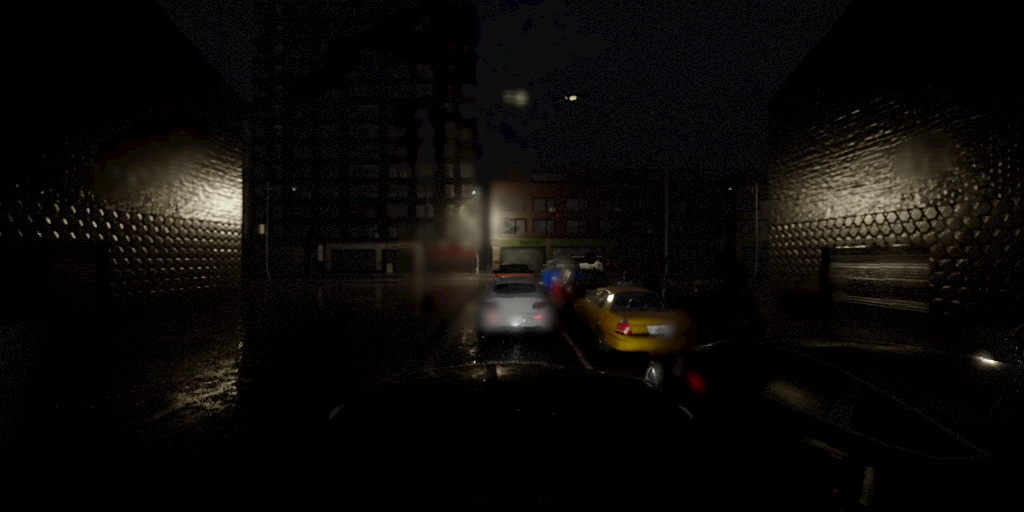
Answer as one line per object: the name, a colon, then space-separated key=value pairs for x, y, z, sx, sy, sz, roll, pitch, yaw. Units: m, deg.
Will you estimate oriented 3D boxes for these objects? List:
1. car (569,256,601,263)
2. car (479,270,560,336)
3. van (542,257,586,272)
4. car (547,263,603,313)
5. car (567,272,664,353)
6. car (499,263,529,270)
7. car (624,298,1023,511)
car: x=5.520 y=1.005 z=32.869 sx=5.566 sy=2.045 sz=2.150 roll=0 pitch=0 yaw=0
car: x=0.063 y=1.287 z=10.317 sx=1.812 sy=1.442 sz=4.674 roll=0 pitch=0 yaw=-1
van: x=2.646 y=1.116 z=19.459 sx=1.690 sy=1.789 sz=3.998 roll=0 pitch=0 yaw=0
car: x=2.643 y=1.206 z=13.985 sx=1.967 sy=1.591 sz=4.097 roll=0 pitch=0 yaw=0
car: x=2.641 y=1.283 z=8.681 sx=1.751 sy=1.417 sz=4.829 roll=0 pitch=0 yaw=0
car: x=0.080 y=1.125 z=18.374 sx=2.097 sy=1.767 sz=4.553 roll=0 pitch=0 yaw=0
car: x=2.638 y=1.317 z=3.037 sx=1.948 sy=1.339 sz=4.313 roll=0 pitch=0 yaw=0
